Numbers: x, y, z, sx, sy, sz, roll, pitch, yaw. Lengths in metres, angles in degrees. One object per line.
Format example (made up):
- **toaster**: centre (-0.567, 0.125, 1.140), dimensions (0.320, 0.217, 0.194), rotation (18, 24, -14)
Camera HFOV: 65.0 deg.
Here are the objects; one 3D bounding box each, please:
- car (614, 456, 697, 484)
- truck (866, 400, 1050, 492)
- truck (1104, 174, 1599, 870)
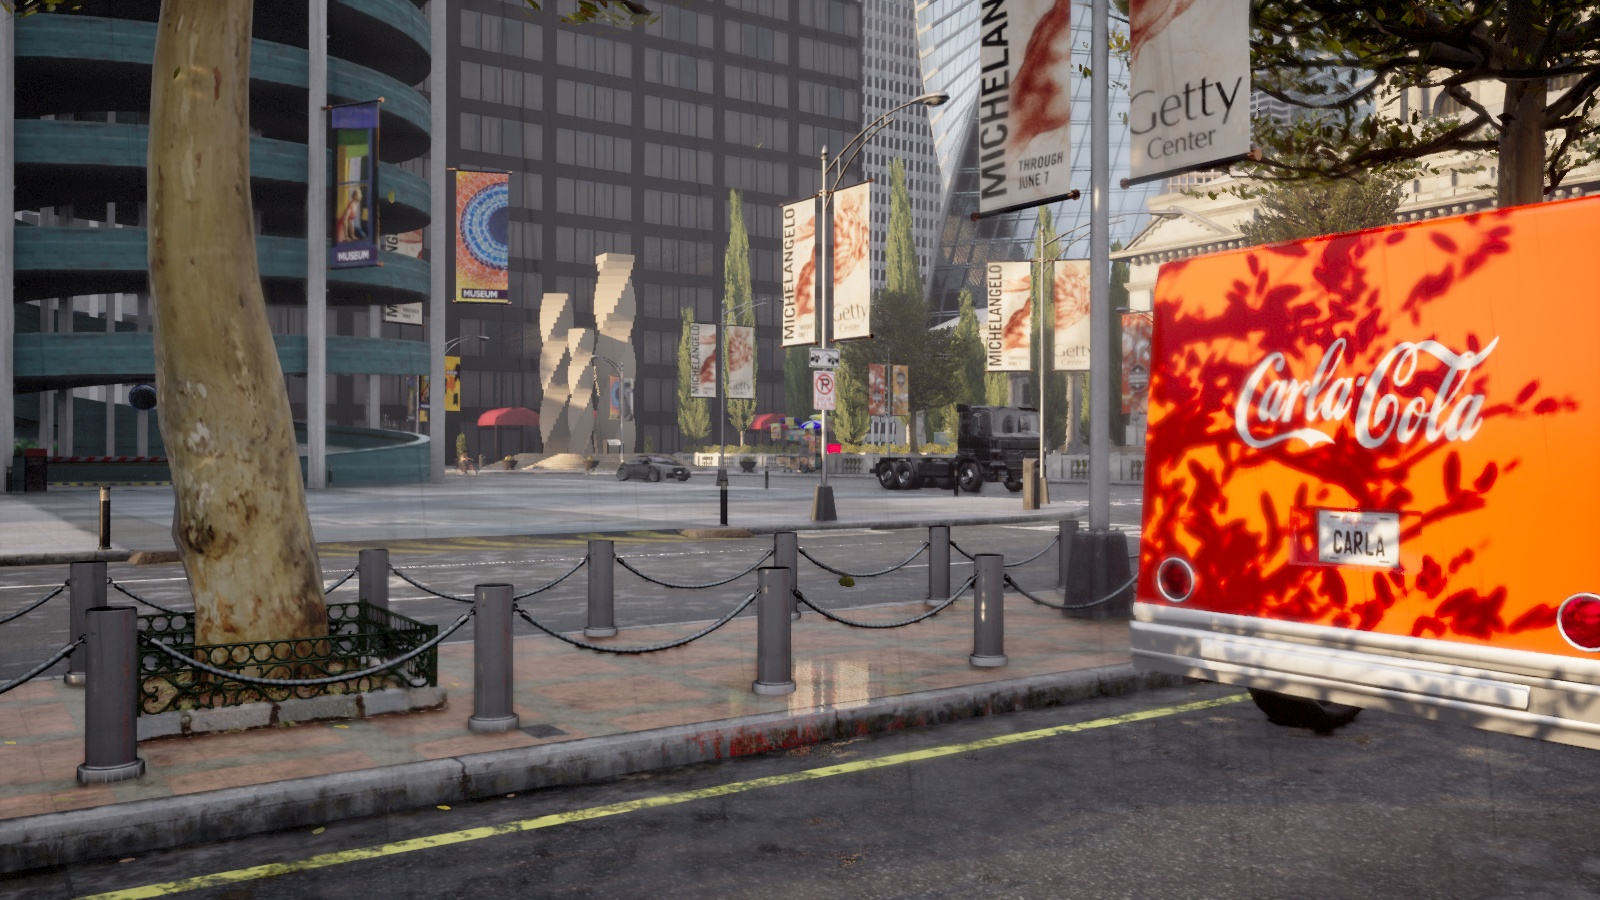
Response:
- **car**: centre (-7.405, 0.981, 63.976), dimensions (4.181, 1.385, 1.994), rotation (0, 0, 44)
- **truck**: centre (6.281, -0.125, 51.367), dimensions (2.891, 3.462, 7.936), rotation (0, 0, -35)
- **truck**: centre (4.415, 0.263, 6.735), dimensions (5.204, 2.467, 2.627), rotation (0, 0, -35)
